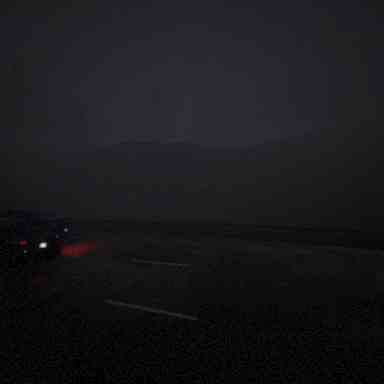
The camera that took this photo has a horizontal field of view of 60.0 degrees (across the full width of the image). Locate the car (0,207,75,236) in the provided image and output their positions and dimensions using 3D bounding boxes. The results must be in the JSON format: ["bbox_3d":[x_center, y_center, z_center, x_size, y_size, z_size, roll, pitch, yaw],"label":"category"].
[{"bbox_3d":[-7.552,1.418,14.380,5.008,1.535,1.882,0,0,16],"label":"car"}]

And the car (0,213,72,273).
[{"bbox_3d":[-6.214,1.523,10.329,4.181,1.385,1.994,0,0,20],"label":"car"}]
